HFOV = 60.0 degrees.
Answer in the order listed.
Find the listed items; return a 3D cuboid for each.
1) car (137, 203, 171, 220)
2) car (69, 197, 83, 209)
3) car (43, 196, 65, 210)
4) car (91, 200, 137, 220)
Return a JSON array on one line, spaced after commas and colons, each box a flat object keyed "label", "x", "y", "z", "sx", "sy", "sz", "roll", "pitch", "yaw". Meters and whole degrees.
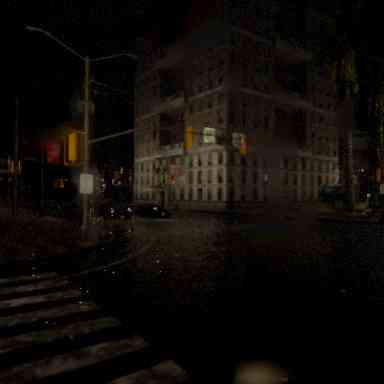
[{"label": "car", "x": -3.664, "y": 1.753, "z": 30.629, "sx": 1.994, "sy": 1.385, "sz": 4.181, "roll": 1, "pitch": -1, "yaw": -36}, {"label": "car", "x": -16.009, "y": 1.539, "z": 47.817, "sx": 2.097, "sy": 1.767, "sz": 4.553, "roll": 1, "pitch": -1, "yaw": -36}, {"label": "car", "x": -19.033, "y": 1.646, "z": 46.026, "sx": 1.837, "sy": 1.490, "sz": 4.892, "roll": 1, "pitch": 0, "yaw": -36}, {"label": "car", "x": -7.038, "y": 1.496, "z": 29.332, "sx": 2.097, "sy": 1.767, "sz": 4.553, "roll": 1, "pitch": -1, "yaw": -36}]
